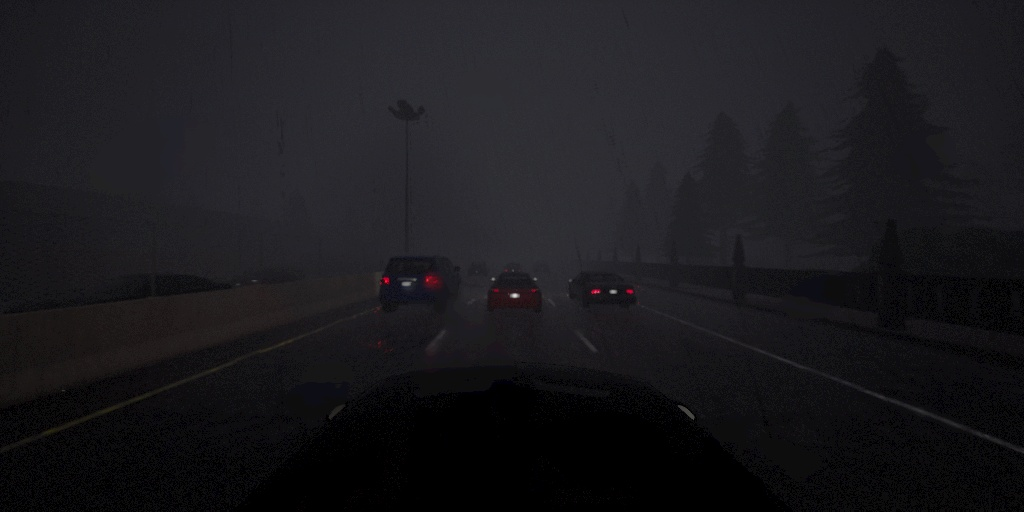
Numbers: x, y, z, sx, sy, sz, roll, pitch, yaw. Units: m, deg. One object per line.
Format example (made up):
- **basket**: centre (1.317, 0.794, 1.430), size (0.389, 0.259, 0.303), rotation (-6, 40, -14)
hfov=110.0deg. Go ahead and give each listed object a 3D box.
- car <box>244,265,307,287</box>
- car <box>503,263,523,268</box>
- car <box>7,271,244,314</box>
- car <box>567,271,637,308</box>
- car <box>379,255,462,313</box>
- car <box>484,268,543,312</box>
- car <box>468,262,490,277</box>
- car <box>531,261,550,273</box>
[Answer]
- **car**: centre (-14.096, 1.353, 20.492), size (1.994, 1.385, 4.181), rotation (0, 0, 0)
- **car**: centre (0.096, 1.367, 34.986), size (2.033, 1.411, 5.357), rotation (0, 0, 0)
- **car**: centre (-10.601, 1.245, 10.295), size (1.882, 1.535, 5.008), rotation (0, 0, 0)
- **car**: centre (3.598, 1.326, 15.243), size (2.033, 1.411, 5.357), rotation (0, 0, 0)
- **car**: centre (-3.399, 0.999, 14.276), size (2.150, 2.045, 5.566), rotation (0, 0, 0)
- **car**: centre (0.099, 1.341, 14.400), size (1.994, 1.385, 4.181), rotation (0, 0, 0)
- **car**: centre (-3.403, 1.316, 37.205), size (2.128, 1.511, 4.902), rotation (0, 0, 0)
- **car**: centre (3.600, 1.366, 44.929), size (1.812, 1.442, 4.674), rotation (0, 0, 0)
